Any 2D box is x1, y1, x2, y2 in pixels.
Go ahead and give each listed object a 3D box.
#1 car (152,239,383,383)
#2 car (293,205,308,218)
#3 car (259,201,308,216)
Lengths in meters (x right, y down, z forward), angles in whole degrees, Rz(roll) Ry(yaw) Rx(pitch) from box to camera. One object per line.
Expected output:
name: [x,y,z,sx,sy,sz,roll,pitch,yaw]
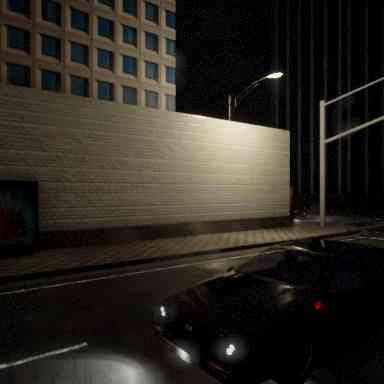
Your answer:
car: [2.062,1.547,5.502,5.357,1.411,2.033,0,0,-36]
car: [8.123,1.578,29.977,1.812,1.442,4.674,0,0,-36]
car: [9.324,1.652,34.302,1.895,1.301,4.718,0,0,-36]
